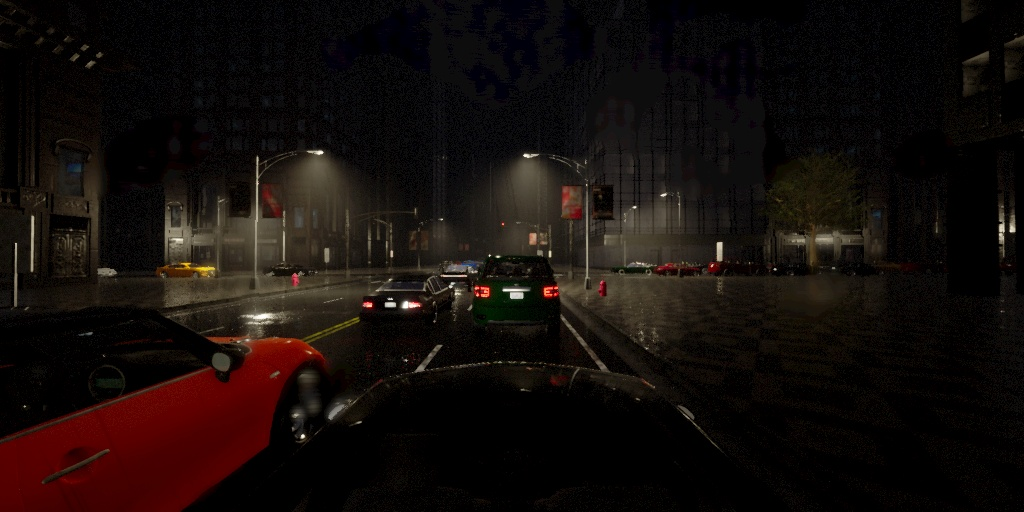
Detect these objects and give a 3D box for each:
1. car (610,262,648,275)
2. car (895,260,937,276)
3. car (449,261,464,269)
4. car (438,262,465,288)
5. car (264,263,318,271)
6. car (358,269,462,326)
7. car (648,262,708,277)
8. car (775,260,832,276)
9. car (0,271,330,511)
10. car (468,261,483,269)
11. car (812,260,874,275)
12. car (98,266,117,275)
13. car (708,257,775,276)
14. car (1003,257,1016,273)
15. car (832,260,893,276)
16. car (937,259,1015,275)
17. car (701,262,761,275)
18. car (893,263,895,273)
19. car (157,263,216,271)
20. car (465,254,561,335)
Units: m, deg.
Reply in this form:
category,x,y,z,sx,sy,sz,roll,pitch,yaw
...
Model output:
category,x,y,z,sx,sy,sz,roll,pitch,yaw
car,13.210,1.422,39.088,4.718,1.301,1.895,0,-1,0
car,42.567,1.179,36.352,5.008,1.535,1.882,0,-1,0
car,-9.718,1.571,63.188,1.812,1.442,4.674,0,0,1
car,-3.123,1.280,21.462,2.128,1.511,4.902,0,0,0
car,-21.765,1.430,35.429,4.892,1.490,1.837,-1,-1,0
car,-3.121,1.307,11.725,2.033,1.411,5.357,0,0,0
car,15.366,1.327,33.342,4.207,1.307,1.802,0,0,-1
car,26.642,1.275,33.499,4.313,1.339,1.948,0,0,-1
car,-3.146,1.102,2.313,2.097,1.767,4.553,0,0,0
car,-6.458,1.599,64.043,2.033,1.411,5.357,0,0,1
car,36.259,1.243,39.393,4.902,1.511,2.128,0,-1,-1
car,-42.074,1.542,35.482,4.674,1.442,1.812,0,-1,0
car,21.005,1.041,33.421,5.009,1.841,2.192,0,0,-1
car,49.195,0.972,33.814,5.009,1.841,2.192,0,0,-1
car,32.280,1.259,33.578,4.313,1.339,1.948,0,0,-1
car,43.556,1.213,33.735,4.507,1.381,1.888,0,0,-1
car,23.845,1.334,39.239,5.357,1.411,2.033,0,-1,-1
car,43.273,1.295,42.256,4.829,1.417,1.751,0,0,-1
car,-32.075,1.448,35.456,5.008,1.535,1.882,0,-1,0
car,0.114,0.979,10.641,2.150,2.045,5.566,0,0,0
